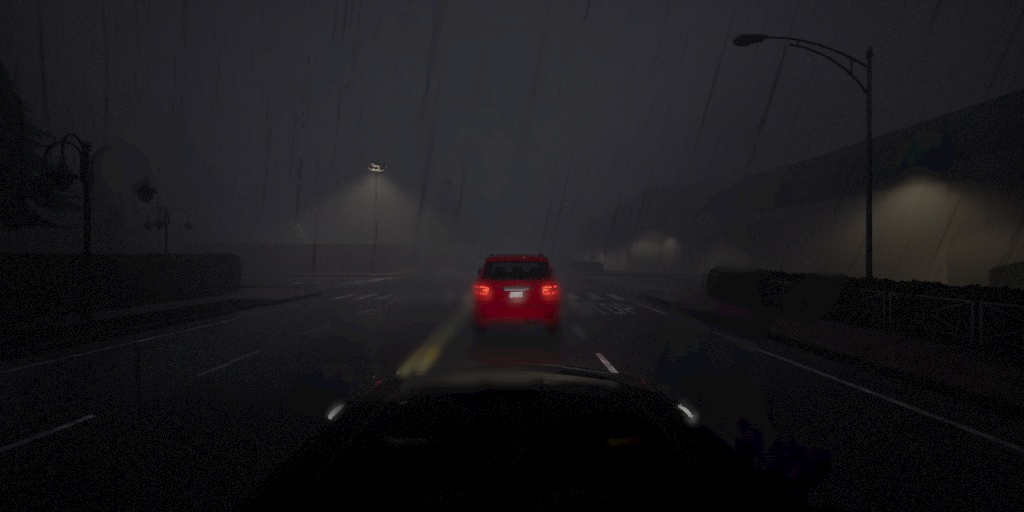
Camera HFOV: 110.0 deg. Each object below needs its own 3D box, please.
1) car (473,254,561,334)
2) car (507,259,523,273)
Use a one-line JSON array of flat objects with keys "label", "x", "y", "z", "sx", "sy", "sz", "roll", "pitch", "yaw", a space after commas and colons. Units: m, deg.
[{"label": "car", "x": 0.121, "y": 0.971, "z": 10.741, "sx": 2.150, "sy": 2.045, "sz": 5.566, "roll": 0, "pitch": 0, "yaw": 0}, {"label": "car", "x": 0.356, "y": 1.228, "z": 45.593, "sx": 1.882, "sy": 1.535, "sz": 5.008, "roll": 0, "pitch": 0, "yaw": 1}]
